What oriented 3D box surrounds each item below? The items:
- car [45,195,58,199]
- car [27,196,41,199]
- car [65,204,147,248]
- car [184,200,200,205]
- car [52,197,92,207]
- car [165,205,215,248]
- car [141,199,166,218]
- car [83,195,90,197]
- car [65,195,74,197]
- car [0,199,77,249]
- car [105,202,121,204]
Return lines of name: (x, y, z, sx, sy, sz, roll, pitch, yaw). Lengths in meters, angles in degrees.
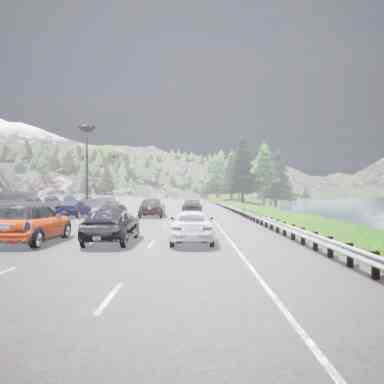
car: (-29.504, 1.434, 69.870, 1.882, 1.535, 5.008, 0, 0, -8)
car: (-32.951, 1.512, 69.261, 1.994, 1.385, 4.181, 0, 0, -8)
car: (-3.500, 1.492, 14.650, 2.128, 1.511, 4.902, 0, 0, 0)
car: (0.000, 1.514, 29.650, 1.837, 1.490, 4.892, 0, 0, 0)
car: (-10.500, 1.482, 29.650, 1.882, 1.535, 5.008, 0, 0, 0)
car: (0.000, 1.530, 14.650, 1.812, 1.442, 4.674, 0, 0, 0)
car: (-3.500, 1.363, 29.620, 2.097, 1.767, 4.553, 0, 0, 0)
car: (-22.610, 1.473, 71.087, 1.812, 1.442, 4.674, 0, 0, -8)
car: (-26.057, 1.452, 70.478, 1.837, 1.490, 4.892, 0, 0, -8)
car: (-7.000, 1.363, 14.620, 2.097, 1.767, 4.553, 0, 0, 0)
car: (-7.000, 1.570, 29.650, 1.994, 1.385, 4.181, 0, 0, 0)
